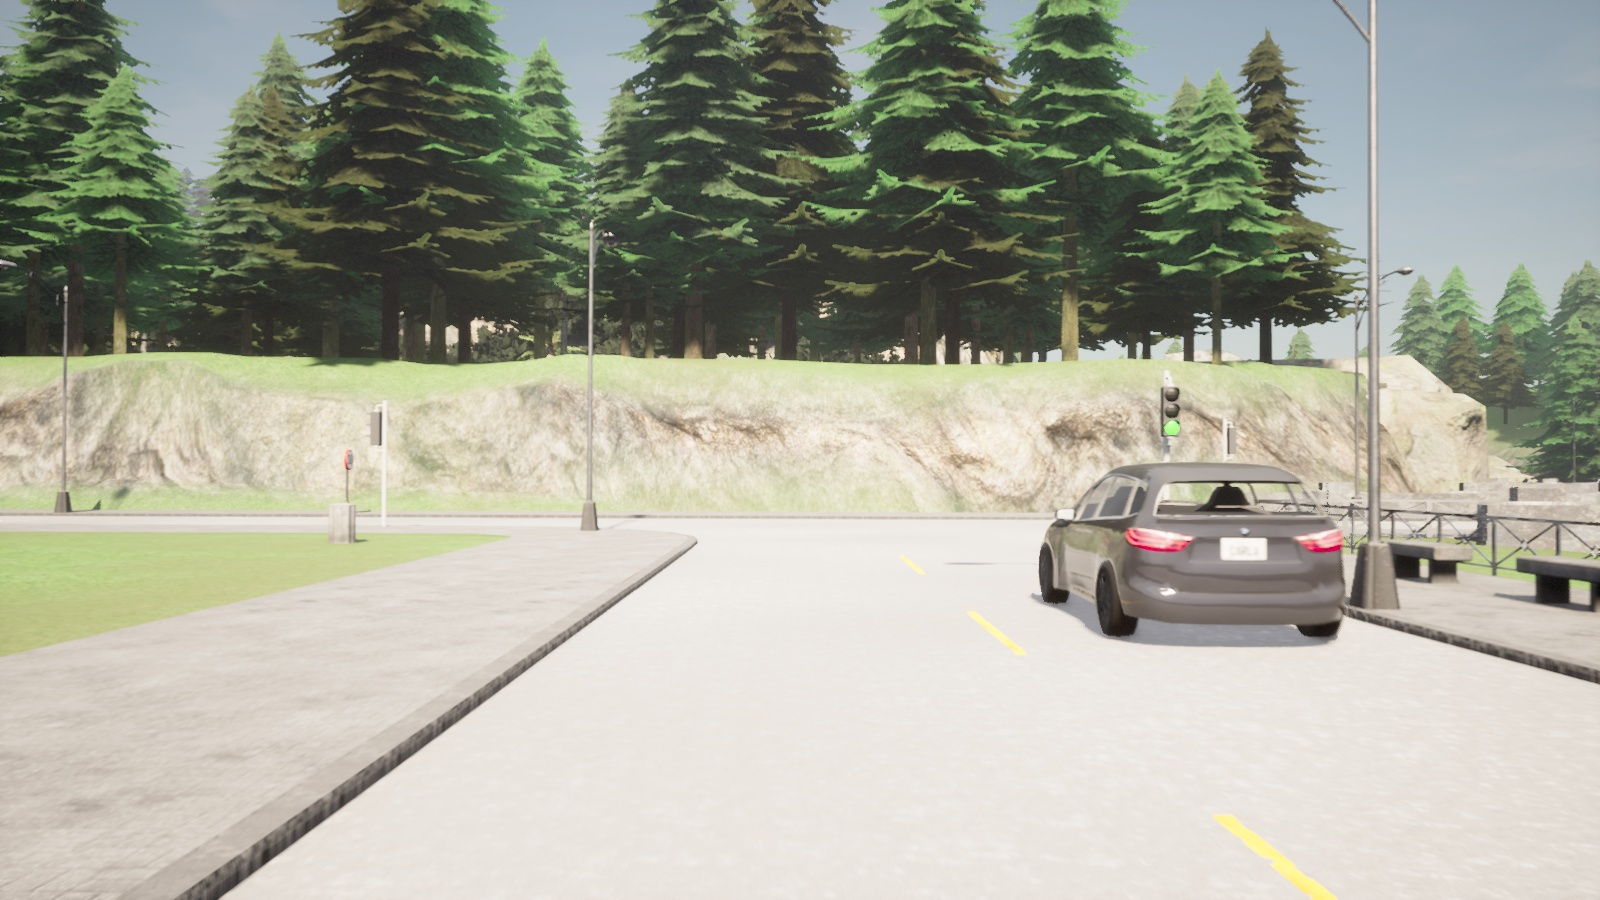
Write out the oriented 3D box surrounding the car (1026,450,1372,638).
[{"bbox_3d":[3.967,0.870,13.488,2.242,1.667,4.611,0,-1,0],"label":"car"}]
